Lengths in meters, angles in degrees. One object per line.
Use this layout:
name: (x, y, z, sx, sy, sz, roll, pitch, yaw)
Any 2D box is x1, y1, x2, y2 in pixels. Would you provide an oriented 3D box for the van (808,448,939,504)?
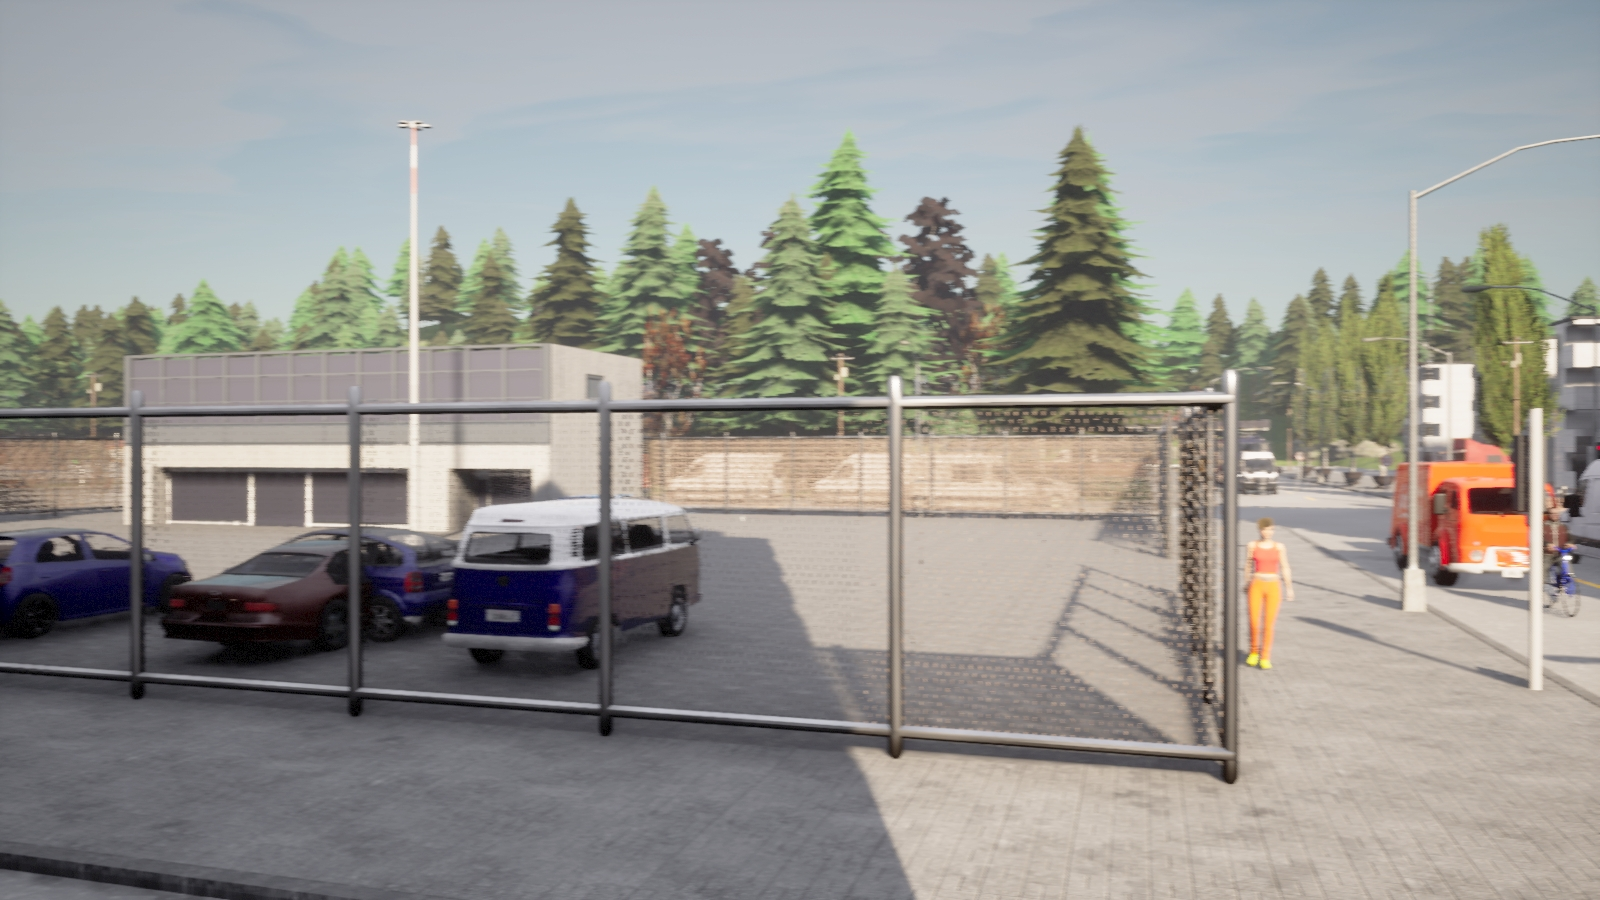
van: (3.478, 1.182, 54.188, 5.915, 2.561, 1.988, 0, 0, 18)

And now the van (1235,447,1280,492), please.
van: (27.578, 1.124, 69.075, 1.988, 2.561, 5.915, 0, 0, 17)

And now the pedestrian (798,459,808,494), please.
pedestrian: (0.145, 1.383, 59.930, 0.375, 1.860, 0.375, 0, 0, 32)

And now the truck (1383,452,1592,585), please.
truck: (14.297, 1.277, 24.195, 2.627, 2.467, 5.204, 0, 0, 17)

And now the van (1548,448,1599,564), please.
van: (18.747, 1.236, 25.356, 1.988, 2.561, 5.915, 0, 0, 17)

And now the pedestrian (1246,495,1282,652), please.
pedestrian: (5.644, 1.485, 13.896, 0.375, 1.860, 0.375, 0, 0, 17)

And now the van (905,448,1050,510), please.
van: (7.609, 1.191, 48.903, 5.915, 2.561, 1.988, 0, 0, 17)
